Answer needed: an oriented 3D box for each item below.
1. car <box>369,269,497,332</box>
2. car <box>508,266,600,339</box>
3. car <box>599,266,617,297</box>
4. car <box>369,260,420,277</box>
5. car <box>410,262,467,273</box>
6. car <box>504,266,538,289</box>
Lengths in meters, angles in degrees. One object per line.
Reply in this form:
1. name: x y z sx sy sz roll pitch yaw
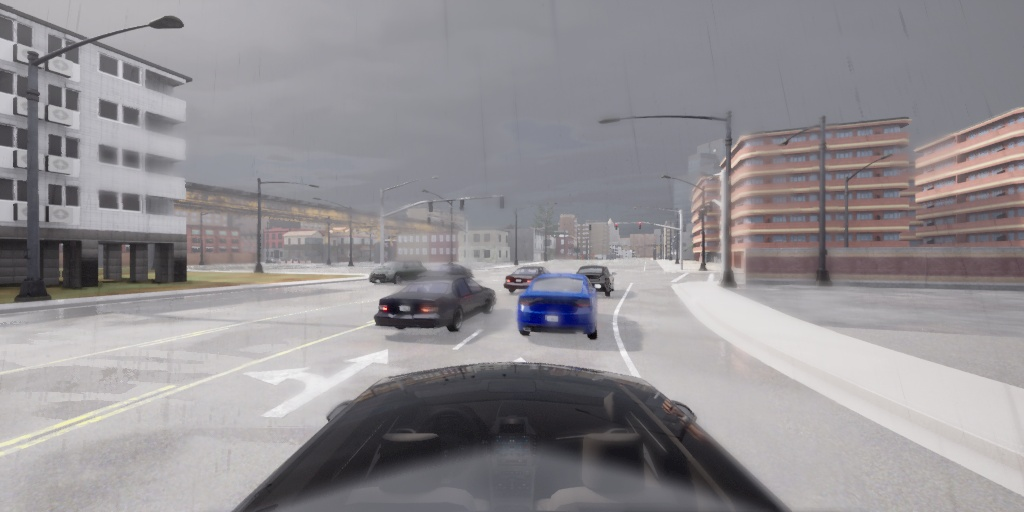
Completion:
1. car: -1.977 1.297 10.976 2.033 1.411 5.357 0 0 13
2. car: 1.485 1.228 10.288 1.882 1.535 5.008 0 0 14
3. car: 4.416 1.255 19.210 1.837 1.490 4.892 0 0 19
4. car: -8.151 1.101 26.024 2.097 1.767 4.553 0 0 21
5. car: -4.591 1.297 25.519 2.033 1.411 5.357 0 0 21
6. car: 1.189 1.297 20.539 2.033 1.411 5.357 0 0 20
